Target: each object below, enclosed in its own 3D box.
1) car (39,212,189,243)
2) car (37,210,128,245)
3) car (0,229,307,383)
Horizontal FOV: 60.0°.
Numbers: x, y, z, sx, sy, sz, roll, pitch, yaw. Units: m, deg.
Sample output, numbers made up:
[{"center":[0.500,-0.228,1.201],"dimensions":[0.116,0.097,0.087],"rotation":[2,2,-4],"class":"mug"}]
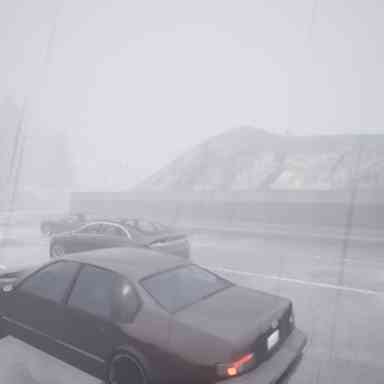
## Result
[{"center":[-2.321,1.522,9.951],"dimensions":[4.902,1.511,2.128],"rotation":[0,0,36],"class":"car"},{"center":[-5.543,1.656,16.553],"dimensions":[4.718,1.301,1.895],"rotation":[0,0,36],"class":"car"},{"center":[-1.218,1.562,4.862],"dimensions":[5.357,1.411,2.033],"rotation":[0,0,36],"class":"car"}]
